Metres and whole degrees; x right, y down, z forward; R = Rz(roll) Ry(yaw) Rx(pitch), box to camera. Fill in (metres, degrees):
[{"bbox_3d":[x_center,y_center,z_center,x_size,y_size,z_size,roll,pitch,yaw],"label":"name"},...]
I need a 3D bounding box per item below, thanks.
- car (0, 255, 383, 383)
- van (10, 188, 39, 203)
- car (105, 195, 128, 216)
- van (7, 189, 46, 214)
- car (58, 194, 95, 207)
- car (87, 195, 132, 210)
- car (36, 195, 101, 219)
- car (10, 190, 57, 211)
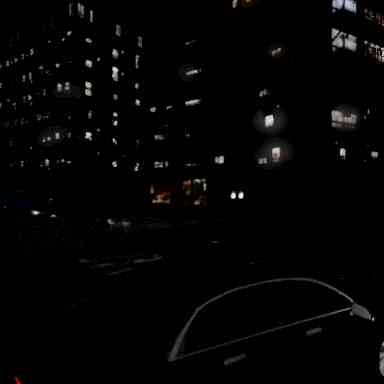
[{"bbox_3d":[0.604,1.510,3.789,4.892,1.490,1.837,0,0,-35],"label":"car"},{"bbox_3d":[-21.869,0.464,43.421,3.998,1.788,1.690,2,0,36],"label":"van"},{"bbox_3d":[-7.395,1.054,25.925,5.008,1.535,1.882,2,1,35],"label":"car"},{"bbox_3d":[-13.289,0.794,26.980,3.998,1.788,1.690,2,0,36],"label":"van"},{"bbox_3d":[-12.887,0.942,36.990,4.206,1.307,1.802,2,0,36],"label":"car"},{"bbox_3d":[-8.393,1.029,33.775,4.403,1.369,2.008,2,0,36],"label":"car"},{"bbox_3d":[-8.802,1.122,23.764,4.403,1.369,2.008,2,0,36],"label":"car"},{"bbox_3d":[-15.001,0.728,31.370,4.553,1.767,2.097,2,1,36],"label":"car"}]
